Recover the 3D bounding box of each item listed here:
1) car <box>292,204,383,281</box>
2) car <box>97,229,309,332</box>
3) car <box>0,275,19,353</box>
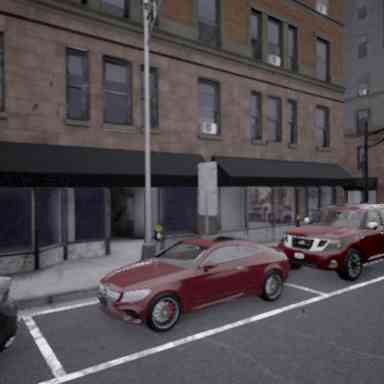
[{"bbox_3d":[4.791,1.304,9.973,5.009,1.841,2.192,0,-1,-36],"label":"car"},{"bbox_3d":[0.251,1.577,6.724,4.206,1.307,1.802,0,-1,-36],"label":"car"},{"bbox_3d":[-4.291,1.553,3.478,4.403,1.369,2.008,0,-1,-36],"label":"car"}]
